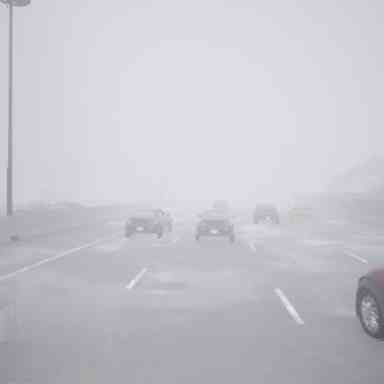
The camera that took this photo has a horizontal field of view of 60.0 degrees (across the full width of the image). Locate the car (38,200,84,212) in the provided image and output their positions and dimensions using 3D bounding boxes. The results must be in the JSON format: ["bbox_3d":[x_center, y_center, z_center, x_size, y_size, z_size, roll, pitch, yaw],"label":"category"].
[{"bbox_3d":[-11.713,1.519,30.738,1.882,1.535,5.008,0,0,6],"label":"car"}]

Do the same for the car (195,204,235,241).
[{"bbox_3d":[1.205,1.582,17.017,1.812,1.442,4.674,0,0,5],"label":"car"}]

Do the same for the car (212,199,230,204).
[{"bbox_3d":[3.373,1.636,38.962,1.837,1.490,4.892,0,0,6],"label":"car"}]

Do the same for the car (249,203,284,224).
[{"bbox_3d":[5.581,1.607,25.831,1.837,1.490,4.892,0,0,6],"label":"car"}]

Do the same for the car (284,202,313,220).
[{"bbox_3d":[9.526,1.609,30.148,1.882,1.535,5.008,0,0,6],"label":"car"}]

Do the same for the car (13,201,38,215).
[{"bbox_3d":[-15.061,1.580,32.440,2.033,1.411,5.357,0,0,6],"label":"car"}]

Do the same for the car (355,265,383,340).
[{"bbox_3d":[3.757,1.380,3.751,2.097,1.767,4.553,0,0,1],"label":"car"}]

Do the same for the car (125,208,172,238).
[{"bbox_3d":[-2.228,1.570,17.865,1.812,1.442,4.674,0,0,5],"label":"car"}]
